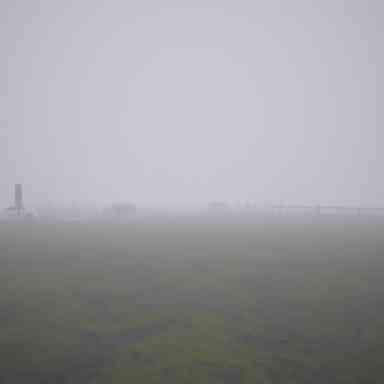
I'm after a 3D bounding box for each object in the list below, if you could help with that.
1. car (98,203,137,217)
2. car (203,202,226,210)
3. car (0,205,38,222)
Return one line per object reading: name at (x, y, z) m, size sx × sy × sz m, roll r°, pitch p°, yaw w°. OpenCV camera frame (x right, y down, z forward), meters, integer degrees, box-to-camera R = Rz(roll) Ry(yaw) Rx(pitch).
car at (-8.450, 1.966, 37.942) m, size 2.128 × 1.511 × 4.902 m, roll -1°, pitch -1°, yaw 35°
car at (3.727, 2.334, 55.043) m, size 1.895 × 1.301 × 4.718 m, roll -1°, pitch -2°, yaw 36°
car at (-15.460, 1.850, 28.018) m, size 1.812 × 1.442 × 4.674 m, roll -1°, pitch -2°, yaw 35°
